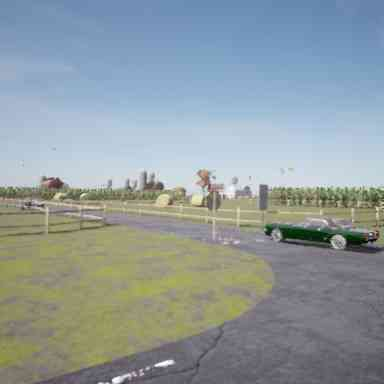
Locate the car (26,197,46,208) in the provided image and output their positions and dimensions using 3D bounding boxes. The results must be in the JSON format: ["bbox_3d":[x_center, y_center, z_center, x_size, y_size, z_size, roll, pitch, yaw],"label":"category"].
[{"bbox_3d":[-22.170,1.534,47.347,2.128,1.511,4.902,2,-1,-40],"label":"car"}]

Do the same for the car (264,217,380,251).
[{"bbox_3d":[5.711,1.797,15.209,1.895,1.301,4.718,2,-1,-44],"label":"car"}]
